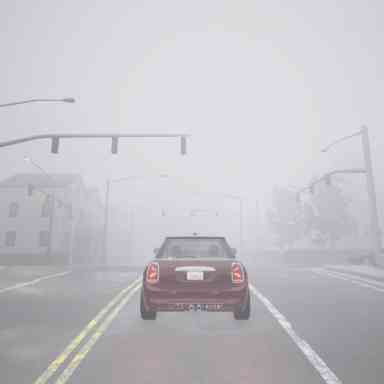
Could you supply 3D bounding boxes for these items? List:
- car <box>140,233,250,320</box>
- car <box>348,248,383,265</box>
[{"bbox_3d":[0.077,1.790,8.230,2.097,1.767,4.553,0,-6,0],"label":"car"},{"bbox_3d":[16.223,5.693,29.056,4.892,1.490,1.837,0,-12,1],"label":"car"}]
